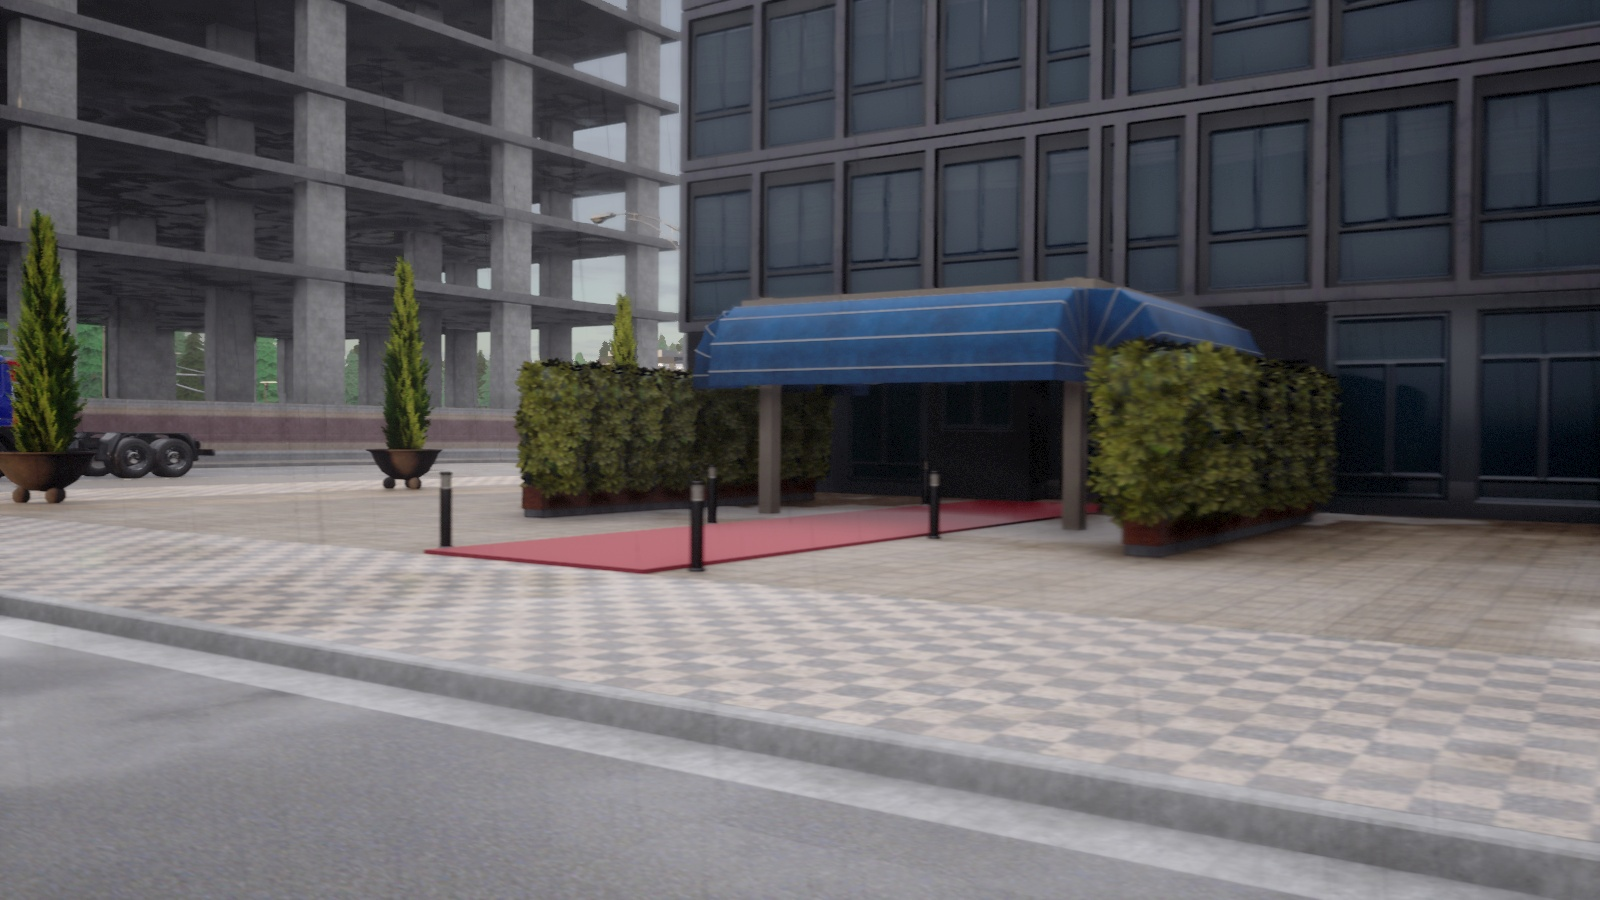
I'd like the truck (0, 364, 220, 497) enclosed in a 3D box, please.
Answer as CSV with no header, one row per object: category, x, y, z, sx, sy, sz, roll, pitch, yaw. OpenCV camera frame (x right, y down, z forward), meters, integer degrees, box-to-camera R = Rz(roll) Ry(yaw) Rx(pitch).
truck,-20.823,-0.542,35.174,2.891,3.462,7.936,0,1,34

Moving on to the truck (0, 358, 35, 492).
truck,-25.893,-0.661,33.907,2.891,3.827,8.468,0,1,34
